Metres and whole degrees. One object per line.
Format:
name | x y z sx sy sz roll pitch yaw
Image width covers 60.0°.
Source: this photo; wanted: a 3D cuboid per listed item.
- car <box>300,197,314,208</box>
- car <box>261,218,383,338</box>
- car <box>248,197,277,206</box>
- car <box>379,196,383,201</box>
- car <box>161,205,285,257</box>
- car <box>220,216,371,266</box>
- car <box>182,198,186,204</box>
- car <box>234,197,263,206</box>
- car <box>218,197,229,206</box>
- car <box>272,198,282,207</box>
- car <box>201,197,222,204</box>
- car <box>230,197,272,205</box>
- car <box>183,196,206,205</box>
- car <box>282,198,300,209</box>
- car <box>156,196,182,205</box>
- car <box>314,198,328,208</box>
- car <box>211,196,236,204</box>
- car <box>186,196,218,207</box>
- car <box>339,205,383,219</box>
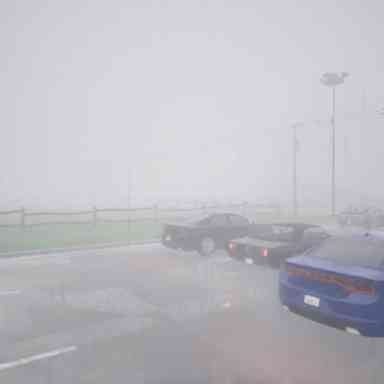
car | 15.152 1.622 49.590 1.812 1.442 4.674 0 0 -36
car | 3.831 1.493 6.478 5.008 1.535 1.882 0 0 -36
car | 12.535 1.596 59.129 2.128 1.511 4.902 0 0 -36
car | 49.401 1.431 81.757 2.150 2.045 5.566 0 0 -7
car | 1.174 1.498 13.183 5.008 1.535 1.882 0 0 -36
car | 3.384 1.621 10.461 4.718 1.301 1.895 0 0 -36
car | -2.719 1.681 62.250 1.895 1.301 4.718 0 0 -36
car | 9.634 1.588 57.152 2.128 1.511 4.902 0 0 -36
car | 3.339 1.585 53.888 1.837 1.490 4.892 0 0 -36
car | 9.433 1.681 45.531 1.895 1.301 4.718 0 0 -36
car | 3.826 1.660 65.203 1.994 1.385 4.181 0 0 -36
car | 7.406 1.598 42.376 1.812 1.442 4.674 0 0 -36
car | 0.437 1.566 63.877 1.882 1.535 5.008 0 0 -36
car | 12.381 1.580 47.431 2.128 1.511 4.902 0 0 -36
car | -4.383 1.424 58.547 2.097 1.767 4.553 0 0 -36
car | 18.419 1.610 51.038 1.837 1.490 4.892 0 0 -36
car | 6.370 1.652 67.690 2.033 1.411 5.357 0 0 -36
car | 1.515 1.636 50.442 1.994 1.385 4.181 0 0 -36
car | 10.819 1.540 20.303 4.902 1.511 2.128 0 0 -38
